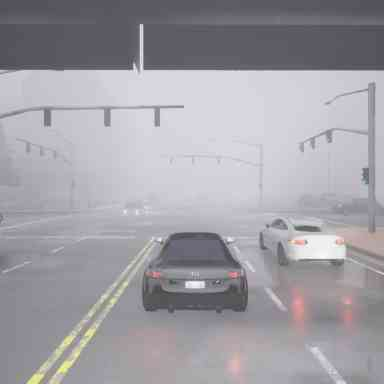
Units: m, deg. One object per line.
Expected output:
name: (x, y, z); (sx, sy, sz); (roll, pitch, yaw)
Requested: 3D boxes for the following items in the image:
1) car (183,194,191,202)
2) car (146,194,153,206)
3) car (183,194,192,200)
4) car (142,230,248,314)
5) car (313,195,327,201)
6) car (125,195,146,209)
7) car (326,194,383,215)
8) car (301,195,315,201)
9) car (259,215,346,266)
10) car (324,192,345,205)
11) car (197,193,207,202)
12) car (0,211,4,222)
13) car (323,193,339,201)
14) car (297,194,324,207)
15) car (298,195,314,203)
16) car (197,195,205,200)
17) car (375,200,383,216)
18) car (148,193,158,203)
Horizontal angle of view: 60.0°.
car: (-1.105, 1.593, 76.985); (1.895, 1.301, 4.718); (0, 0, 0)
car: (-8.050, 1.526, 55.436); (1.812, 1.442, 4.674); (0, 0, 0)
car: (-1.166, 1.351, 86.056); (2.128, 1.511, 4.902); (0, 0, 0)
car: (0.066, 1.564, 7.725); (1.994, 1.385, 4.181); (0, 0, 0)
car: (30.802, 1.364, 79.966); (1.784, 1.438, 3.905); (0, 0, 0)
car: (-7.999, 1.478, 46.156); (1.882, 1.535, 5.008); (0, 0, 0)
car: (16.350, 1.352, 33.180); (4.553, 1.767, 2.097); (0, 0, 1)
car: (27.907, 1.395, 79.958); (1.970, 1.475, 3.806); (0, 0, 0)
car: (3.581, 1.526, 11.385); (1.812, 1.442, 4.674); (0, 0, 0)
car: (19.534, 1.156, 47.363); (1.905, 1.878, 3.866); (0, 0, 0)
car: (2.395, 1.223, 77.011); (2.150, 2.045, 5.566); (0, 0, 0)
car: (-15.305, 1.478, 22.254); (5.008, 1.535, 1.882); (0, 0, -1)
car: (33.485, 1.153, 80.025); (1.932, 1.855, 4.605); (0, 0, 0)
car: (16.640, 1.153, 47.408); (1.932, 1.855, 4.605); (0, 0, 0)
car: (22.186, 1.395, 64.838); (1.970, 1.475, 3.806); (0, 0, 0)
car: (2.334, 1.378, 86.079); (1.994, 1.385, 4.181); (0, 0, 0)
car: (19.147, 1.601, 29.649); (4.718, 1.301, 1.895); (0, 0, 1)
car: (-8.058, 1.223, 67.010); (2.150, 2.045, 5.566); (0, 0, 0)
